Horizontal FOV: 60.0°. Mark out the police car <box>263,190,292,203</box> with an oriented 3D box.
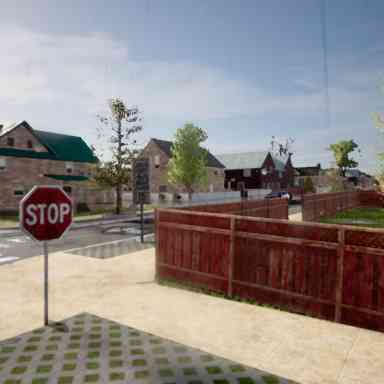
[{"bbox_3d":[9.624,0.599,37.610,2.038,1.542,4.974,-1,1,36],"label":"police car"}]
